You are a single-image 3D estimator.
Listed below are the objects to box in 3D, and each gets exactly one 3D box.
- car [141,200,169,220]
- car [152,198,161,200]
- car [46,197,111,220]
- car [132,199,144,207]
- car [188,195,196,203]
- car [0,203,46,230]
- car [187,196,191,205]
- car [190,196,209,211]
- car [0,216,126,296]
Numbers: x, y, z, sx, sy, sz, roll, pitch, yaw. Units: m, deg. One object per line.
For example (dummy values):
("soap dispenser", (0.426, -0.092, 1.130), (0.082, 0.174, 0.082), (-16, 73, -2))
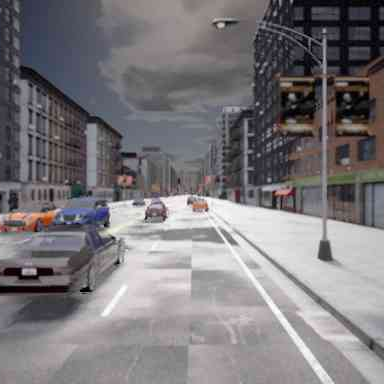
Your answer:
("car", (-3.157, 1.730, 30.265), (1.812, 1.442, 4.674), (0, 0, 0))
("car", (-6.541, 1.865, 61.194), (1.882, 1.535, 5.008), (0, 0, 1))
("car", (-6.603, 1.360, 20.594), (2.150, 2.045, 5.566), (0, 0, 0))
("car", (-9.779, 1.937, 61.611), (2.033, 1.411, 5.357), (0, 0, 1))
("car", (-0.014, 1.674, 81.383), (2.097, 1.767, 4.553), (0, 0, 0))
("car", (-9.852, 1.492, 20.693), (2.097, 1.767, 4.553), (0, 0, 0))
("car", (0.011, 1.928, 67.511), (1.837, 1.490, 4.892), (0, -2, 1))
("car", (1.128, 1.646, 45.037), (2.097, 1.767, 4.553), (0, 0, 0))
("car", (-3.153, 1.607, 8.951), (2.033, 1.411, 5.357), (0, 0, 0))
